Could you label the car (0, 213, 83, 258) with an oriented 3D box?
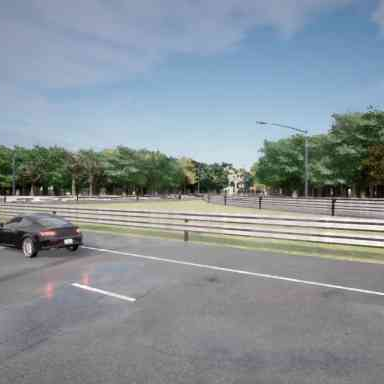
[{"bbox_3d":[-6.077,1.525,12.744,4.674,1.442,1.812,0,0,36],"label":"car"}]
